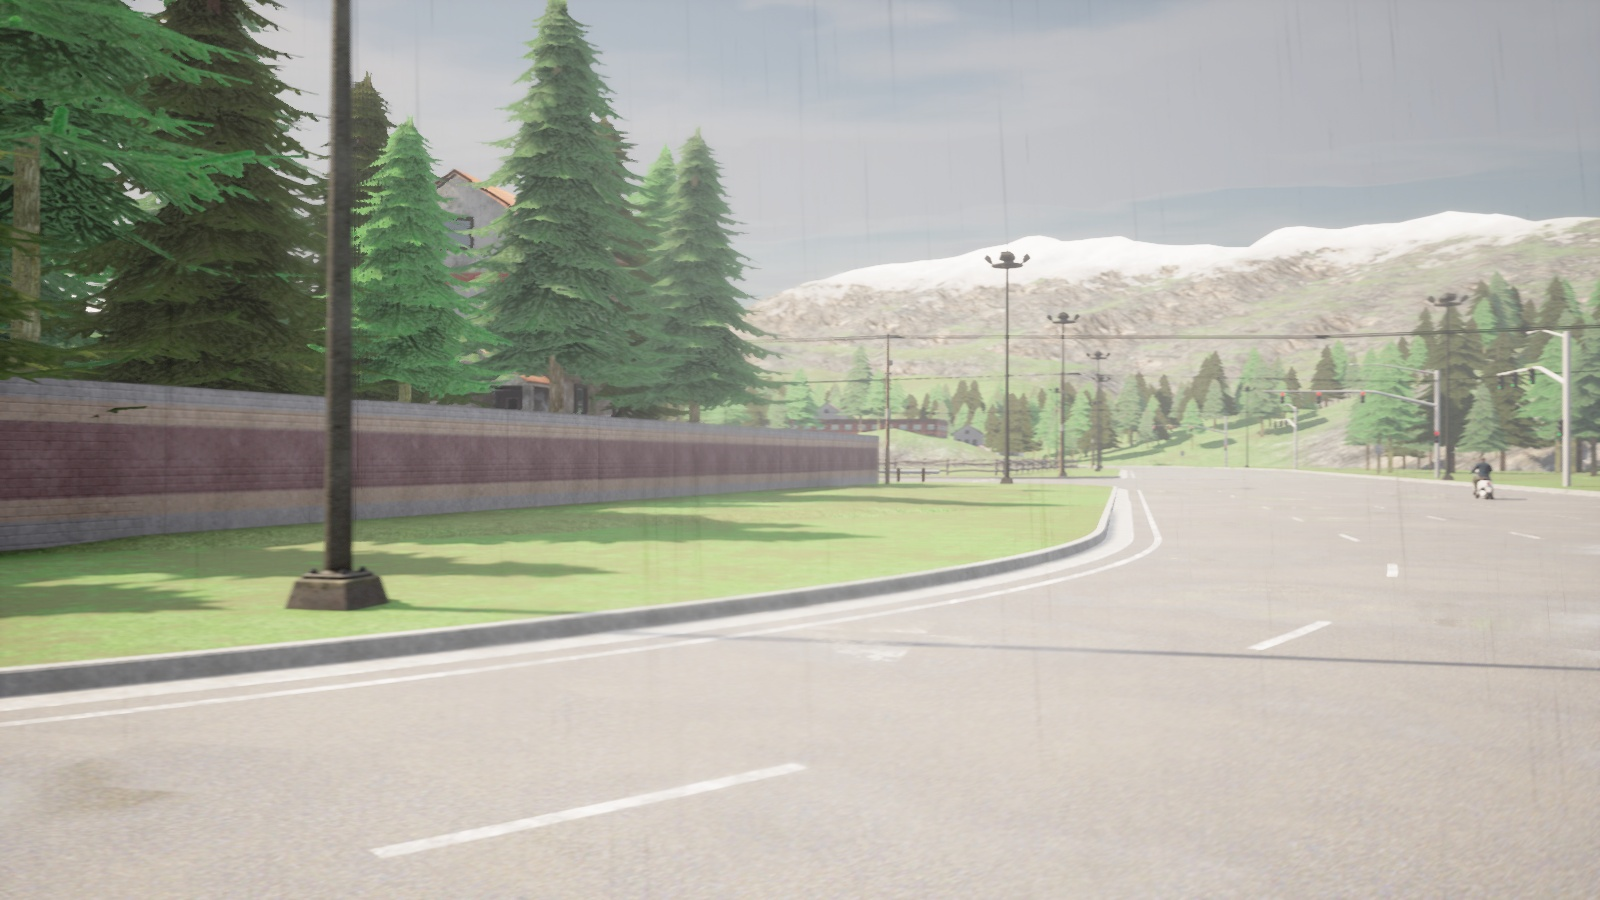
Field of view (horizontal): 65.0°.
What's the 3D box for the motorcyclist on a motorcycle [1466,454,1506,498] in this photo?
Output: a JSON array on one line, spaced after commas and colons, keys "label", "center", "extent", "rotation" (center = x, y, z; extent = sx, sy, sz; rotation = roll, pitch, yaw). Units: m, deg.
[{"label": "motorcyclist on a motorcycle", "center": [25.464, 0.954, 46.635], "extent": [0.866, 1.590, 1.817], "rotation": [0, 0, 15]}]
